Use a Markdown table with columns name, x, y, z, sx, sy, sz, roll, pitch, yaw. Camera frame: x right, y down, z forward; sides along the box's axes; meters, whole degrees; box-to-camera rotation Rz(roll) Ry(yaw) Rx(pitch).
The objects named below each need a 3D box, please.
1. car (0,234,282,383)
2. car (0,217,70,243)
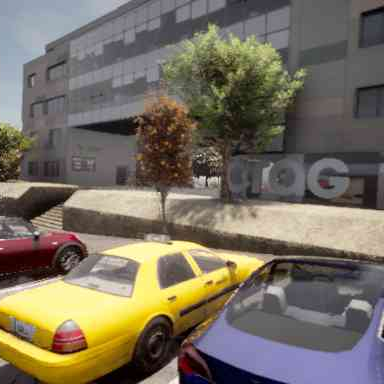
| name | x | y | z | sx | sy | sz | roll | pitch | yaw |
| --- | --- | --- | --- | --- | --- | --- | --- | --- | --- |
| car | -0.405 | 1.507 | 5.798 | 1.946 | 1.575 | 5.366 | -1 | 0 | 35 |
| car | -5.082 | 1.431 | 8.867 | 2.185 | 1.767 | 4.553 | -1 | 0 | 36 |
